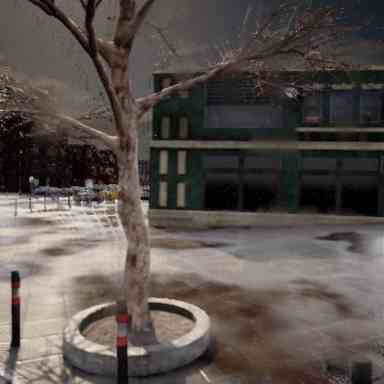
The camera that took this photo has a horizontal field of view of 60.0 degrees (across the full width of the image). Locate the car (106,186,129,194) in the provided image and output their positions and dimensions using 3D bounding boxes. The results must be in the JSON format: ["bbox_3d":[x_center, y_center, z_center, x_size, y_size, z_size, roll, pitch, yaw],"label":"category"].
[{"bbox_3d":[-17.867,-0.501,79.513,5.008,1.535,2.097,2,2,16],"label":"car"}]

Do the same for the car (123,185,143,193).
[{"bbox_3d":[-15.475,-0.795,87.428,4.553,1.767,2.185,2,2,16],"label":"car"}]

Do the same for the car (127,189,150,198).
[{"bbox_3d":[-9.969,0.251,62.198,2.033,1.411,5.357,2,2,17],"label":"car"}]

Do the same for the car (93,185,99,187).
[{"bbox_3d":[-21.791,-0.206,66.301,4.892,1.521,2.231,2,2,16],"label":"car"}]

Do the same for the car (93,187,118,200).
[{"bbox_3d":[-12.942,0.375,52.210,1.882,1.535,5.008,2,1,17],"label":"car"}]

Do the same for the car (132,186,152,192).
[{"bbox_3d":[-13.933,-0.777,92.723,4.892,1.521,2.231,2,2,16],"label":"car"}]

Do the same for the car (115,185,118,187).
[{"bbox_3d":[-19.254,-0.381,74.174,5.366,1.575,1.946,2,2,16],"label":"car"}]

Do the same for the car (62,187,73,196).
[{"bbox_3d":[-24.145,-0.047,58.369,5.008,1.535,2.097,2,1,16],"label":"car"}]

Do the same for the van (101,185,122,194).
[{"bbox_3d":[-18.530,-0.665,76.829,4.442,1.987,1.878,2,2,16],"label":"van"}]

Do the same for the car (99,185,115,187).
[{"bbox_3d":[-20.238,-0.576,71.584,5.566,2.045,2.435,2,2,16],"label":"car"}]

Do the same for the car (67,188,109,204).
[{"bbox_3d":[-12.709,0.658,41.021,2.128,1.511,4.902,2,1,12],"label":"car"}]

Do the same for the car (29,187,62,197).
[{"bbox_3d":[-24.893,-0.124,55.707,4.553,1.767,2.185,2,1,16],"label":"car"}]

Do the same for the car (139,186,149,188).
[{"bbox_3d":[-9.315,0.296,53.848,2.097,1.767,4.553,2,2,17],"label":"car"}]

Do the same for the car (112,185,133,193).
[{"bbox_3d":[-17.104,-0.685,82.160,4.553,1.767,2.185,2,2,16],"label":"car"}]

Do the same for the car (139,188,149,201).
[{"bbox_3d":[-6.166,0.663,48.242,4.792,1.488,2.163,2,1,17],"label":"car"}]
